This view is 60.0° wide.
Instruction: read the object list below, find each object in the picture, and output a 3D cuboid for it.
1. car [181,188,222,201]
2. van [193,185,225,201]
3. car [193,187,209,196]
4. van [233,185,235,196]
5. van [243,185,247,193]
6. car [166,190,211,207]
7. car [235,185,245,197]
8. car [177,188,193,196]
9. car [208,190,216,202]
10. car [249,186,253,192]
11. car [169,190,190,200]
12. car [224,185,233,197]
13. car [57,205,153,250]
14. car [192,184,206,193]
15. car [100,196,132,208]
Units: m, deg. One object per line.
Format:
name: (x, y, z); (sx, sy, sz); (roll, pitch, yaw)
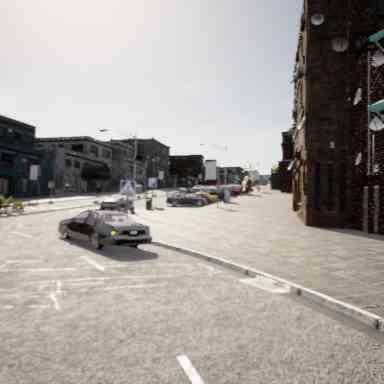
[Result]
car: (0.933, 0.688, 44.998); (5.366, 1.575, 1.946); (1, 3, -3)
van: (2.117, 0.360, 47.924); (4.442, 1.987, 1.878); (1, 2, -3)
car: (1.857, -0.084, 64.803); (1.882, 1.535, 5.008); (1, 2, 17)
van: (4.519, 0.027, 56.646); (4.442, 1.987, 1.878); (1, 3, -3)
van: (8.266, -0.410, 68.326); (4.442, 1.987, 1.878); (1, 2, -3)
car: (-0.646, 0.915, 39.187); (4.892, 1.521, 2.231); (1, 2, -3)
car: (7.262, -0.075, 65.410); (4.892, 1.521, 2.231); (1, 2, -3)
car: (-1.255, -0.087, 65.742); (1.812, 1.442, 4.674); (1, 2, 17)
car: (0.241, 0.844, 42.097); (4.674, 1.452, 2.002); (1, 3, -3)
car: (13.394, -0.843, 85.830); (4.892, 1.521, 2.231); (1, 2, -3)
car: (-1.937, 0.489, 51.894); (1.994, 1.385, 4.181); (1, 2, 17)
car: (2.852, 0.223, 50.820); (5.566, 2.045, 2.435); (1, 3, -3)
car: (-3.760, 1.446, 13.790); (2.033, 1.411, 5.357); (5, -2, -42)
car: (1.644, -0.787, 75.337); (2.097, 1.767, 4.553); (1, 2, 17)
car: (-7.239, 1.165, 32.601); (2.128, 1.511, 4.902); (1, 3, 11)
